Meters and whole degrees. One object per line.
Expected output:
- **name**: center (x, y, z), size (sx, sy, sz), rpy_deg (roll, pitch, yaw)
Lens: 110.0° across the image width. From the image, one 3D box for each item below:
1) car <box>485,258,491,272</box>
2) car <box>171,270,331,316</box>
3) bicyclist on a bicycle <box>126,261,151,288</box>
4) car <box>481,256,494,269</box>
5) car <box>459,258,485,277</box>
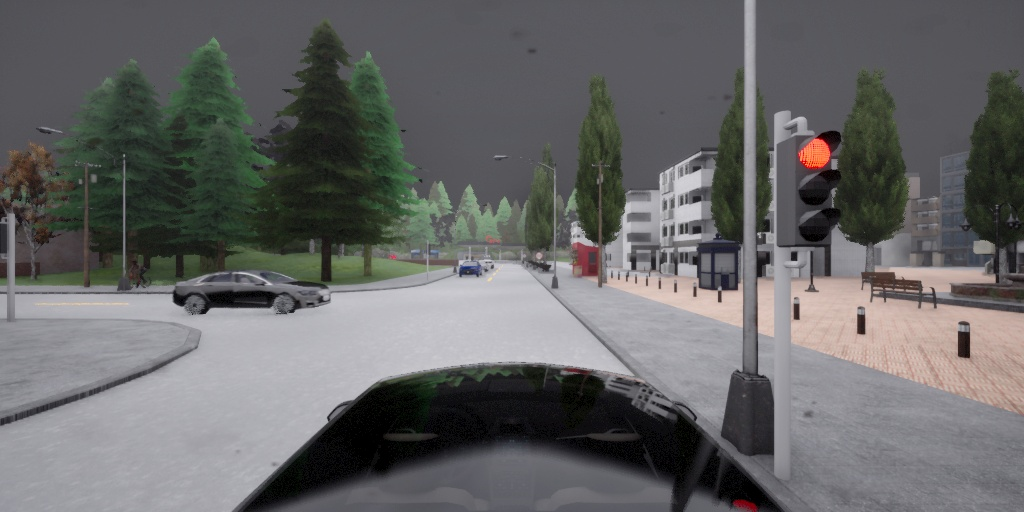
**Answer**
- **car**: center (-4.059, 1.276, 46.011), size (1.812, 1.442, 4.674), rpy_deg (0, 0, 0)
- **car**: center (-9.157, 1.241, 12.837), size (4.902, 1.511, 2.128), rpy_deg (0, 0, -2)
- **bicyclist on a bicycle**: center (-22.132, 1.099, 21.162), size (0.582, 1.620, 1.656), rpy_deg (0, 0, 0)
- **car**: center (-4.012, 0.971, 56.410), size (2.150, 2.045, 5.566), rpy_deg (0, 0, 0)
- **car**: center (-4.081, 1.228, 35.850), size (1.882, 1.535, 5.008), rpy_deg (0, 0, 0)
